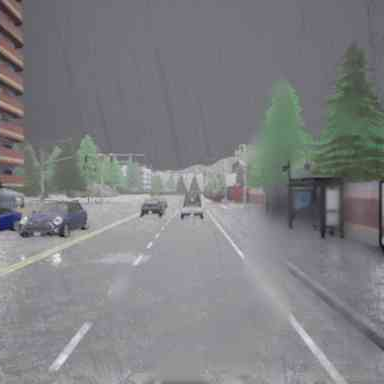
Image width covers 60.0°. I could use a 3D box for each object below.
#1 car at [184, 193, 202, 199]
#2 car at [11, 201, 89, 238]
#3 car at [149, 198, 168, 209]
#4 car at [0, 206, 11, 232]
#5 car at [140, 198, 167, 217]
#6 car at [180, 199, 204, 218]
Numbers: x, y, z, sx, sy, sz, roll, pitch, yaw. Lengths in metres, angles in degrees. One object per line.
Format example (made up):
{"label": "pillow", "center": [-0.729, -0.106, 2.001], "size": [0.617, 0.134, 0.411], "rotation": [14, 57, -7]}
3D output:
{"label": "car", "center": [0.074, 1.108, 44.071], "size": [2.150, 2.045, 5.566], "rotation": [0, 0, 0]}
{"label": "car", "center": [-7.009, 1.310, 17.328], "size": [2.097, 1.767, 4.553], "rotation": [0, 0, 0]}
{"label": "car", "center": [-4.427, 1.478, 43.427], "size": [1.895, 1.301, 4.718], "rotation": [0, 0, -11]}
{"label": "car", "center": [-10.513, 1.439, 16.794], "size": [1.882, 1.535, 5.008], "rotation": [0, 0, 0]}
{"label": "car", "center": [-3.466, 1.434, 30.091], "size": [1.837, 1.490, 4.892], "rotation": [0, 0, 1]}
{"label": "car", "center": [0.023, 1.534, 28.762], "size": [1.895, 1.301, 4.718], "rotation": [0, 0, 0]}
